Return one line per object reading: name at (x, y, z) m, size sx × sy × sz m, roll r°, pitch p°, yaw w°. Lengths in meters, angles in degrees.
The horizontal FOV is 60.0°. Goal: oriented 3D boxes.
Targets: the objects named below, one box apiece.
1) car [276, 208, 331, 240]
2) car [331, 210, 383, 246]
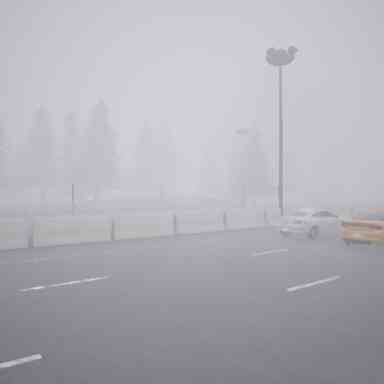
car at (6.237, 1.529, 16.915) m, size 4.674 × 1.442 × 1.812 m, roll 0°, pitch 0°, yaw -35°
car at (8.269, 1.483, 14.066) m, size 5.008 × 1.535 × 1.882 m, roll 0°, pitch 0°, yaw -35°
